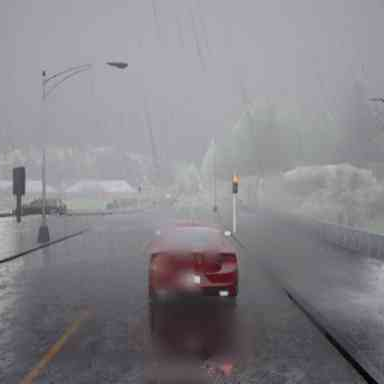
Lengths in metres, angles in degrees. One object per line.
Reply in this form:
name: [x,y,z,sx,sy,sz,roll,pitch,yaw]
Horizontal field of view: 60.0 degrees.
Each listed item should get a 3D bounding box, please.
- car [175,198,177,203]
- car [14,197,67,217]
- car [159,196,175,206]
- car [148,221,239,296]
car: [-4.142,1.577,69.190,1.994,1.385,4.181,0,0,0]
car: [-14.302,1.363,31.415,4.553,1.767,2.097,0,0,1]
car: [-4.195,1.582,53.668,1.994,1.385,4.181,0,0,0]
car: [0.041,1.481,8.669,1.882,1.535,5.008,0,0,0]
